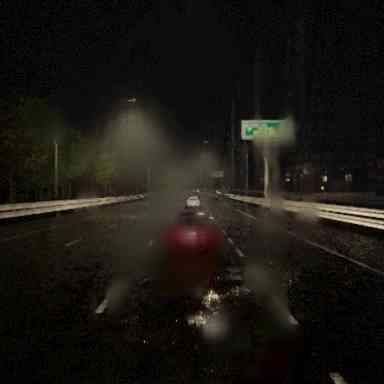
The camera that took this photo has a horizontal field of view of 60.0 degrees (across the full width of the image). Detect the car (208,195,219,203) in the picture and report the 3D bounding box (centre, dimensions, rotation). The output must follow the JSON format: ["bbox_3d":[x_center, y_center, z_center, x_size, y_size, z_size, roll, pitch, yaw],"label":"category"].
[{"bbox_3d":[3.977,1.306,62.648,2.128,1.511,4.902,0,0,1],"label":"car"}]

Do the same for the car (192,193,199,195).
[{"bbox_3d":[0.378,1.361,62.763,2.033,1.411,5.357,0,0,1],"label":"car"}]

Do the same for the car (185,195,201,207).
[{"bbox_3d":[0.181,1.443,44.238,1.812,1.442,4.674,0,0,1],"label":"car"}]

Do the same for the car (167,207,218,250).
[{"bbox_3d":[0.014,1.555,14.251,1.994,1.385,4.181,0,0,0],"label":"car"}]
